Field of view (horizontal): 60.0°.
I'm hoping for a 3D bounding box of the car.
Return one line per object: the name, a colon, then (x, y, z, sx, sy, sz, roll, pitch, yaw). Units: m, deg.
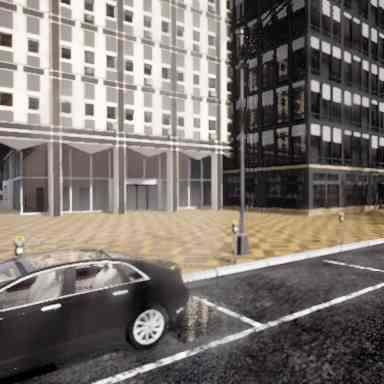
car: (-2.086, 1.547, 4.613, 4.403, 1.369, 2.008, 0, 0, -36)
